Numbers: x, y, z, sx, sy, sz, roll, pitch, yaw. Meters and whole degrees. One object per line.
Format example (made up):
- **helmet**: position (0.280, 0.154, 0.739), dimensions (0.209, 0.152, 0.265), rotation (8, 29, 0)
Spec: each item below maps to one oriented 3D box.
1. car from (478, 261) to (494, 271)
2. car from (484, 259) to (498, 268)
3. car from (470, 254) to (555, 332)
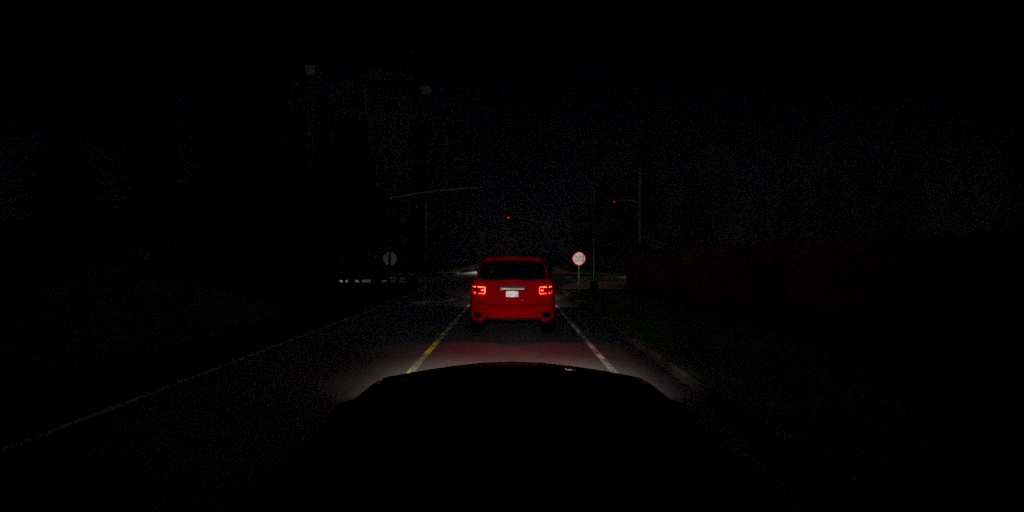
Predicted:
- **car**: position (-3.547, 1.351, 50.129), dimensions (1.895, 1.301, 4.718), rotation (0, 0, 0)
- **car**: position (-3.512, 1.297, 61.128), dimensions (2.033, 1.411, 5.357), rotation (0, 0, 0)
- **car**: position (0.052, 0.971, 10.958), dimensions (2.150, 2.045, 5.566), rotation (0, 0, 1)
